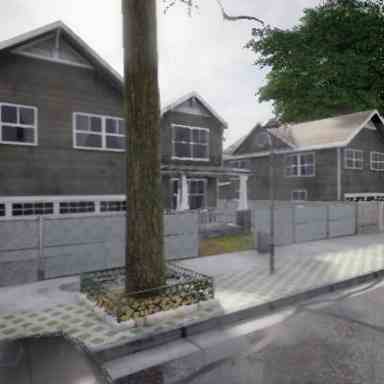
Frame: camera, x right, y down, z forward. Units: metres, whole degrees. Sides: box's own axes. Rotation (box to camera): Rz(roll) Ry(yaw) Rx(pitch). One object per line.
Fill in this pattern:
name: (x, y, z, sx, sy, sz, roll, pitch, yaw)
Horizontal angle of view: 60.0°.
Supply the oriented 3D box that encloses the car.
car: (-2.784, 1.553, 1.086, 5.357, 1.411, 2.033, 0, 0, -36)
